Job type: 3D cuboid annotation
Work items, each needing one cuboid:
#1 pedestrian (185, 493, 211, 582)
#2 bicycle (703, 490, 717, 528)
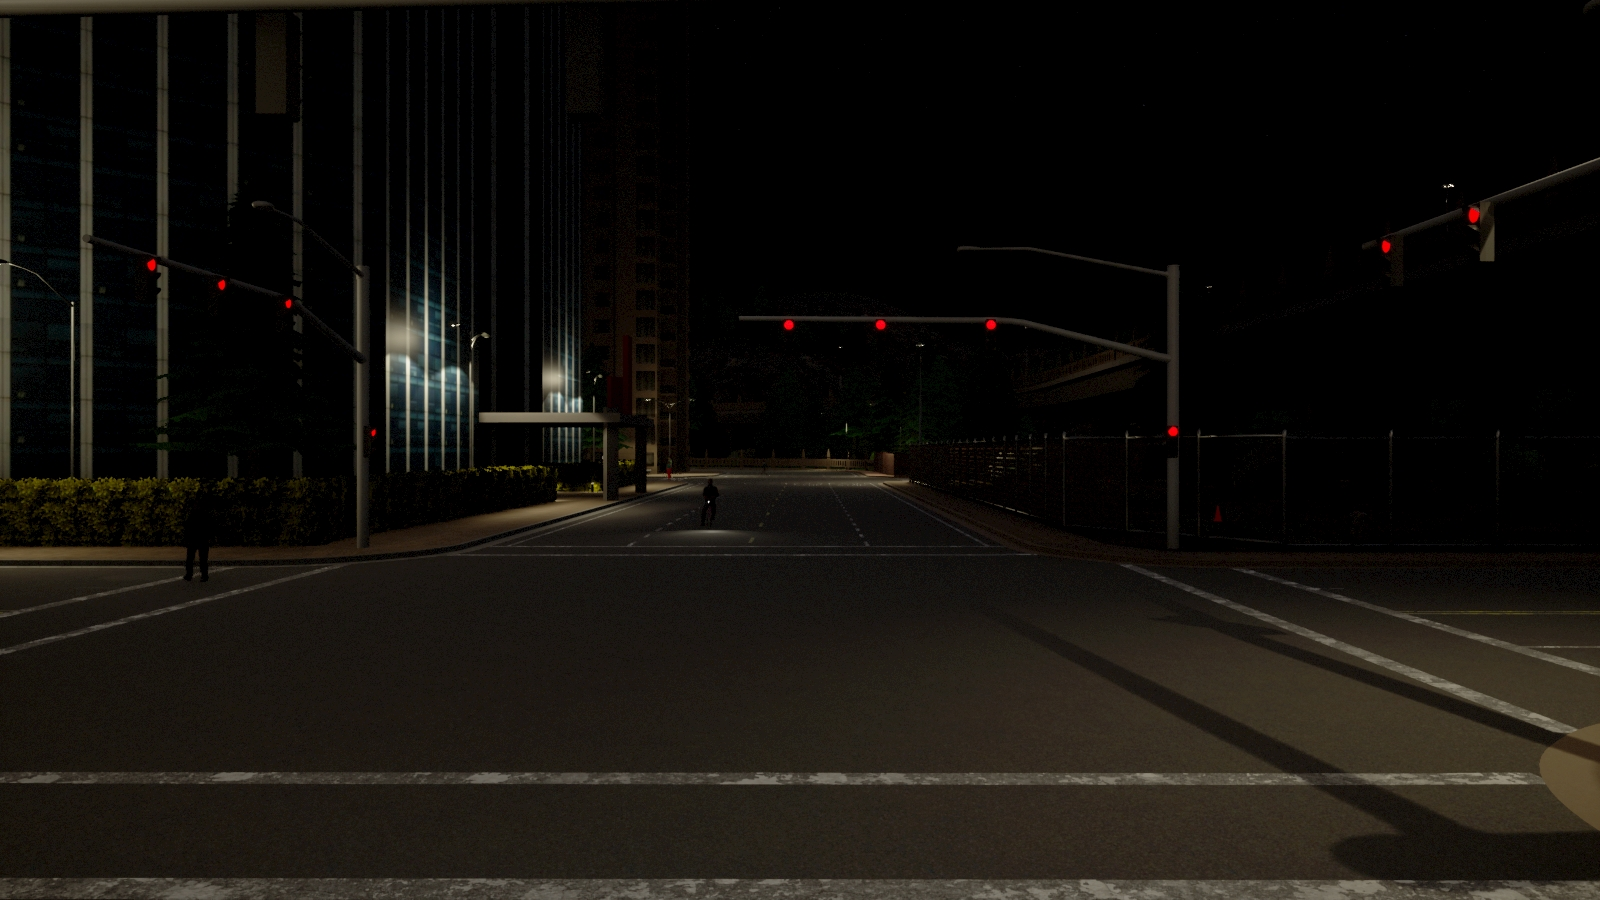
[{"bbox_3d":[-12.813,1.848,24.312,0.375,1.860,0.375,0,0,-6],"label":"pedestrian"},{"bbox_3d":[-3.204,2.104,40.751,0.329,1.271,1.835,0,0,0],"label":"bicycle"}]
